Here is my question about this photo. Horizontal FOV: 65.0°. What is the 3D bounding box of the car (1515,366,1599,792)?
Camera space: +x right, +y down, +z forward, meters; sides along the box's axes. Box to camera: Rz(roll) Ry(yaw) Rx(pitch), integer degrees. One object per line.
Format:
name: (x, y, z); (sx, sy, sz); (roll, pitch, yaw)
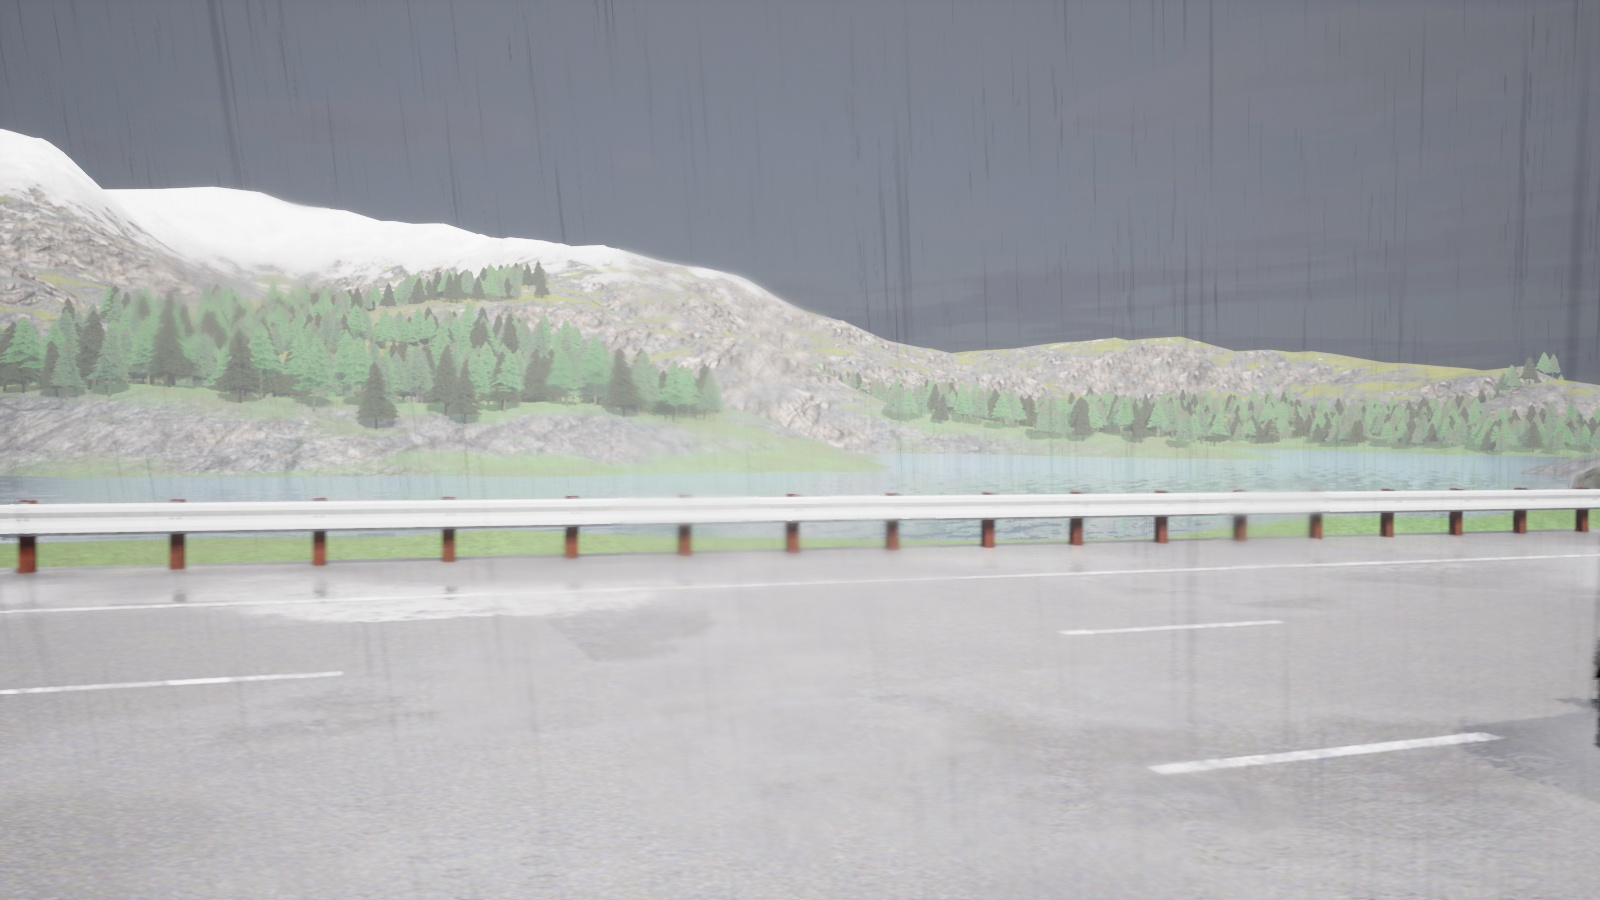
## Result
car: (5.666, 0.507, 5.388); (4.553, 1.767, 2.097); (-1, 1, -21)
